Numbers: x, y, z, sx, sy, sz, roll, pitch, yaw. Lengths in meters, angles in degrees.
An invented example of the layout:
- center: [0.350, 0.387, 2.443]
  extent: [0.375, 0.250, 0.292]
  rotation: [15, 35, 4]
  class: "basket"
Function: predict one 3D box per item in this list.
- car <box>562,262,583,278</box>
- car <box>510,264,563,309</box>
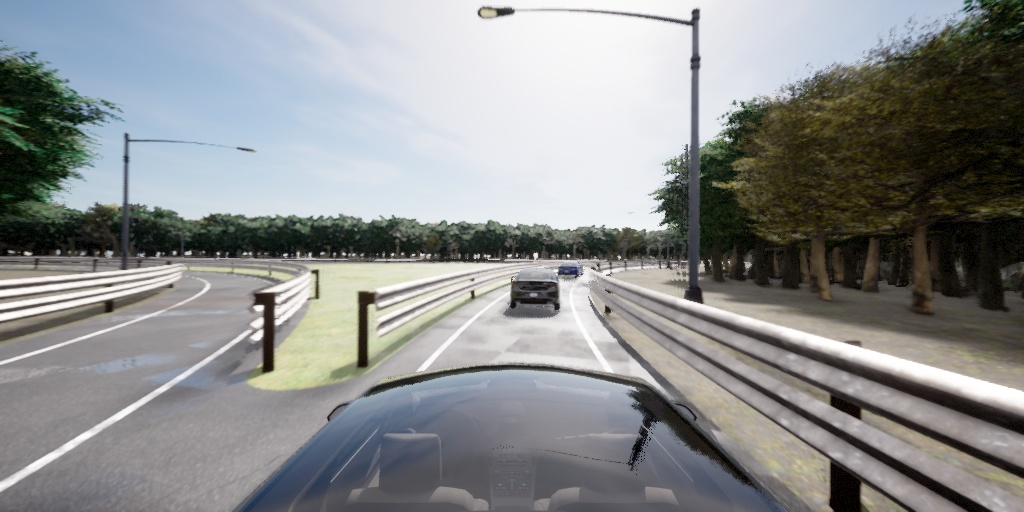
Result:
- center: [5.913, 1.293, 35.794]
  extent: [1.882, 1.535, 5.008]
  rotation: [0, 0, 19]
  class: "car"
- center: [1.093, 1.242, 15.303]
  extent: [1.882, 1.535, 5.008]
  rotation: [0, 0, 7]
  class: "car"
